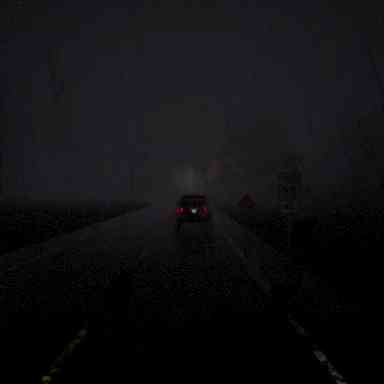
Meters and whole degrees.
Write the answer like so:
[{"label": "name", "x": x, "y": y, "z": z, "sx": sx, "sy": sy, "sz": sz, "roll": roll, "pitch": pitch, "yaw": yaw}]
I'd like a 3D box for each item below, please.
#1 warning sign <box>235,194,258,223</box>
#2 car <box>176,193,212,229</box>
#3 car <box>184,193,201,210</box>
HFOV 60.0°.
[{"label": "warning sign", "x": 3.579, "y": 1.083, "z": 21.943, "sx": 1.300, "sy": 1.860, "sz": 1.060, "roll": 1, "pitch": 1, "yaw": 0}, {"label": "car", "x": 0.119, "y": 1.192, "z": 21.731, "sx": 2.150, "sy": 2.045, "sz": 5.566, "roll": 0, "pitch": 0, "yaw": 0}, {"label": "car", "x": 0.063, "y": 1.163, "z": 44.214, "sx": 2.150, "sy": 2.045, "sz": 5.566, "roll": 0, "pitch": 1, "yaw": 0}]
